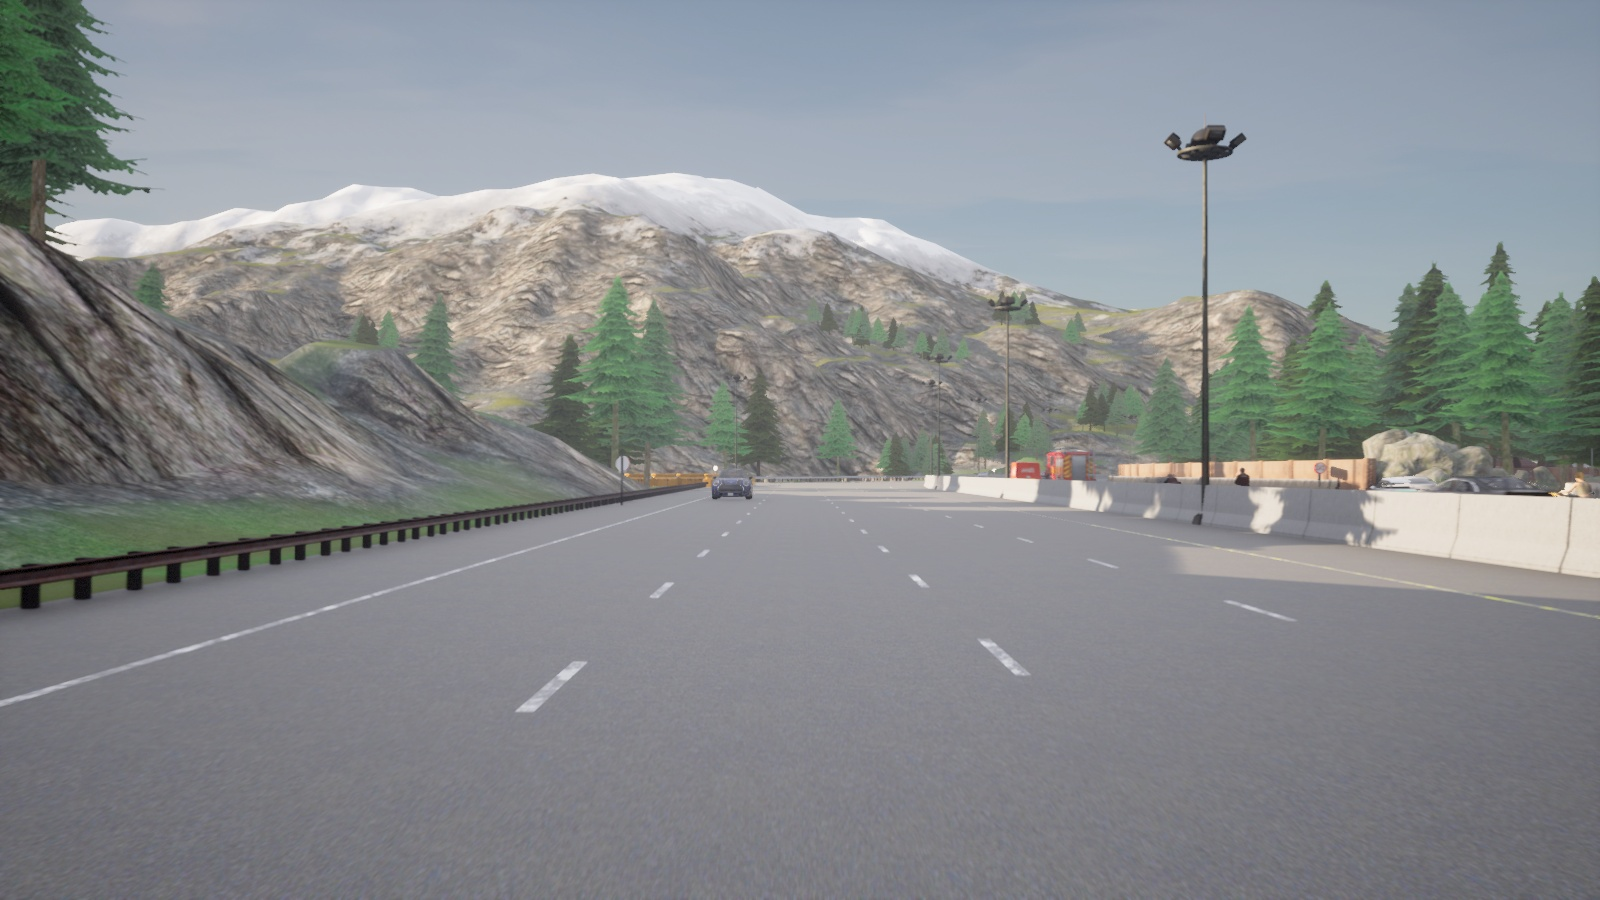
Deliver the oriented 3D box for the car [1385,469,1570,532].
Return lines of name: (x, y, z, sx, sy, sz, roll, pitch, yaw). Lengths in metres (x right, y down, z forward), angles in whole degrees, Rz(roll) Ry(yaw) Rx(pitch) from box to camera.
car: (17.421, 1.248, 32.639, 2.128, 1.511, 4.902, 0, -1, 0)

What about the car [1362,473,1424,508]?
car: (24.375, 1.637, 51.692, 1.481, 1.376, 2.207, 0, 0, 0)

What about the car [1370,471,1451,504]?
car: (28.027, 1.696, 57.814, 1.812, 1.442, 4.674, -1, -1, 5)

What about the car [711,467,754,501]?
car: (-3.667, 1.839, 68.743, 2.097, 1.767, 4.553, 0, -1, 0)
